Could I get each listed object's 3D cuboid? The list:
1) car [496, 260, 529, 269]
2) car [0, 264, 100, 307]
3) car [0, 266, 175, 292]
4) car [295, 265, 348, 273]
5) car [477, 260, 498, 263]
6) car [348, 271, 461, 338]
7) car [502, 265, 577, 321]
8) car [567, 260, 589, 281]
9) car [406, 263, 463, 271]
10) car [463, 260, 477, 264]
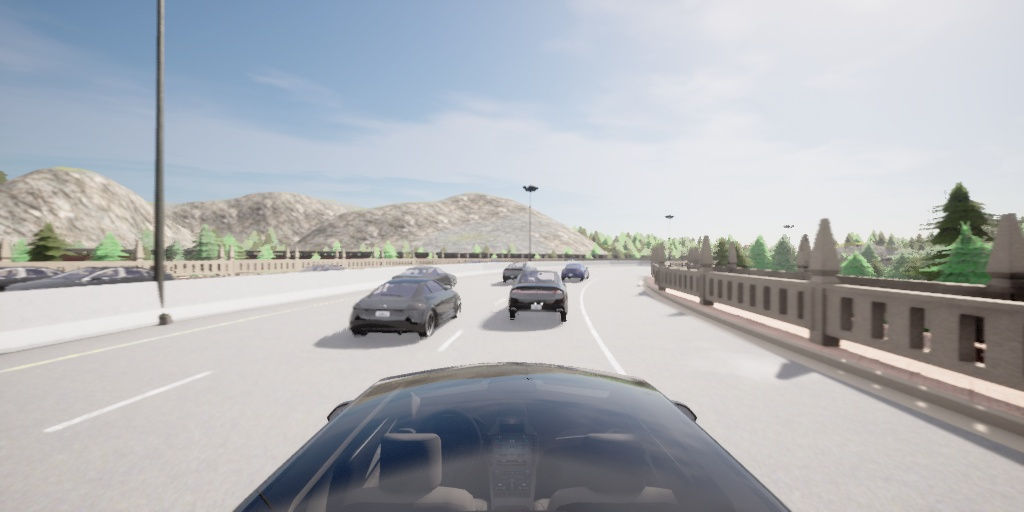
[{"bbox_3d":[0.706,1.263,27.352,2.128,1.511,4.902,0,0,16],"label":"car"},{"bbox_3d":[-20.126,1.148,14.034,2.128,1.511,4.902,0,0,7],"label":"car"},{"bbox_3d":[-16.556,1.167,14.412,2.128,1.511,4.902,0,0,8],"label":"car"},{"bbox_3d":[-11.739,1.253,22.131,2.033,1.411,5.357,0,0,12],"label":"car"},{"bbox_3d":[-2.759,1.299,54.200,1.812,1.442,4.674,0,0,31],"label":"car"},{"bbox_3d":[-2.794,1.306,10.237,1.994,1.385,4.181,0,0,5],"label":"car"},{"bbox_3d":[1.013,1.255,12.675,2.128,1.511,4.902,0,0,8],"label":"car"},{"bbox_3d":[5.359,1.323,30.277,1.812,1.442,4.674,0,0,19],"label":"car"},{"bbox_3d":[-4.819,1.286,20.203,2.033,1.411,5.357,0,0,12],"label":"car"},{"bbox_3d":[-5.990,1.305,55.696,2.033,1.411,5.357,0,0,30],"label":"car"}]
